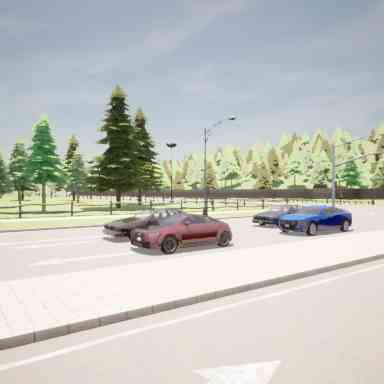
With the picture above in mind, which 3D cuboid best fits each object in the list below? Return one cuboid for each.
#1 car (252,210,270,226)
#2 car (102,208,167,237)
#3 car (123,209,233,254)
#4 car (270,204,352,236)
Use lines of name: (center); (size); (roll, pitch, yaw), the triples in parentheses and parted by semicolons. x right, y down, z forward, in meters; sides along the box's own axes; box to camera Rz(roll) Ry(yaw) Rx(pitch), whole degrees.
car: (6.523, 1.553, 22.638); (5.357, 1.411, 2.033); (0, 0, -35)
car: (-1.713, 1.550, 16.864); (5.357, 1.411, 2.033); (0, 0, -35)
car: (-0.353, 1.566, 13.541); (4.181, 1.385, 1.994); (0, 0, -36)
car: (6.982, 1.483, 18.696); (5.008, 1.535, 1.882); (0, 0, -35)
